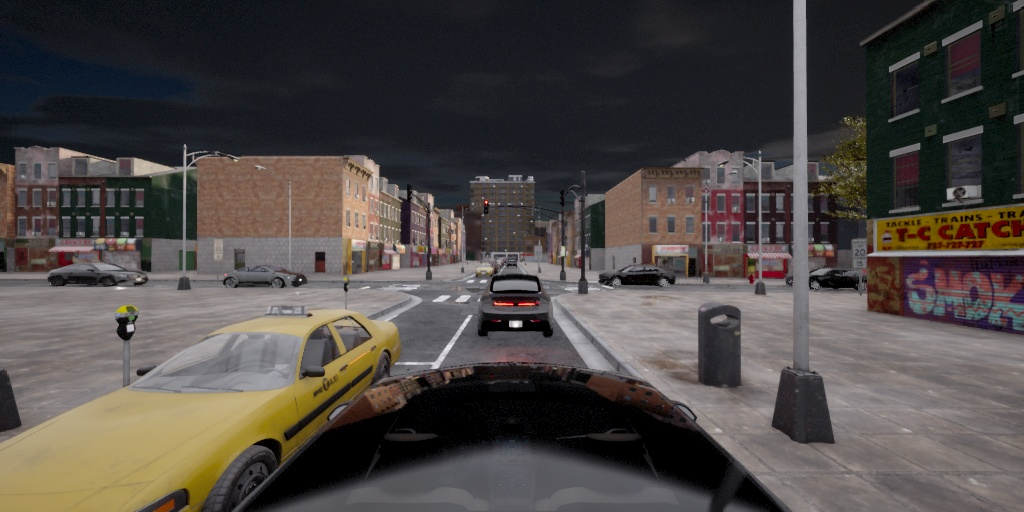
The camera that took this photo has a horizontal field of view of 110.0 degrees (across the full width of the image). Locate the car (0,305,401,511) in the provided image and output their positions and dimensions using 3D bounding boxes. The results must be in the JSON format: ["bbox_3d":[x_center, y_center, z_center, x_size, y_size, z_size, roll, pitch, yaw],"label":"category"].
[{"bbox_3d":[-2.641,1.276,3.959,1.751,1.417,4.829,0,0,0],"label":"car"}]

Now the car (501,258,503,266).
[{"bbox_3d":[-2.707,1.357,52.417,2.007,1.370,4.403,0,0,0],"label":"car"}]

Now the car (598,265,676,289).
[{"bbox_3d":[8.414,1.345,24.308,5.008,1.535,1.882,1,0,0],"label":"car"}]

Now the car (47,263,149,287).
[{"bbox_3d":[-24.357,1.112,21.142,4.674,1.442,1.812,0,0,-1],"label":"car"}]

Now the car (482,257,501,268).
[{"bbox_3d":[-2.692,1.100,41.529,2.192,1.841,5.009,0,0,0],"label":"car"}]

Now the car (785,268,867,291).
[{"bbox_3d":[21.409,1.530,24.382,5.008,1.535,1.882,1,0,-1],"label":"car"}]

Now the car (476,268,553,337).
[{"bbox_3d":[0.084,1.257,10.342,1.837,1.490,4.892,0,0,0],"label":"car"}]

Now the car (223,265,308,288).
[{"bbox_3d":[-14.504,1.220,21.203,4.181,1.385,1.994,0,0,0],"label":"car"}]

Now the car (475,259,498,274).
[{"bbox_3d":[-2.684,1.302,35.916,1.751,1.417,4.829,0,0,0],"label":"car"}]

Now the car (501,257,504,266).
[{"bbox_3d":[-2.721,1.358,63.134,1.751,1.417,4.829,0,0,0],"label":"car"}]
